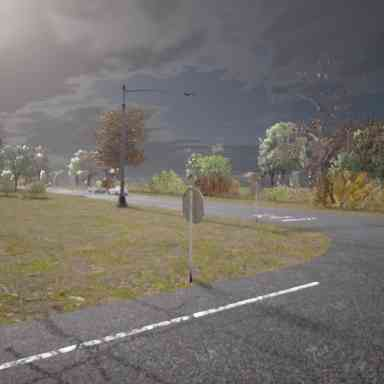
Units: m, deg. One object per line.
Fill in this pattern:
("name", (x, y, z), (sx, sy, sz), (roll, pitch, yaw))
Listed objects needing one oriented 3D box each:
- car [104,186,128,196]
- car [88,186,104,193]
("car", (-11.640, -0.211, 52.297), (1.812, 1.442, 4.674), (0, 2, -36))
("car", (-17.230, -0.446, 60.132), (1.895, 1.301, 4.718), (0, 2, -36))
